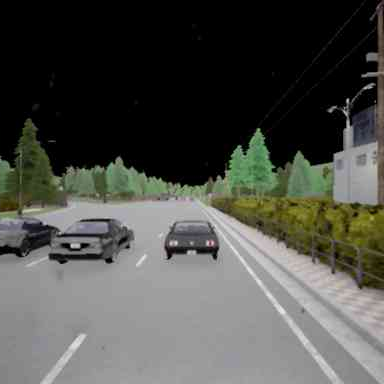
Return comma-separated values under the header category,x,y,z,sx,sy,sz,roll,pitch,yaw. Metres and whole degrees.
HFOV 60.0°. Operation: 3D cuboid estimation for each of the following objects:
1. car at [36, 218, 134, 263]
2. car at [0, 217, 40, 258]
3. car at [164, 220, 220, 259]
category,x,y,z,sx,sy,sz,roll,pitch,yaw
car,-3.498,1.686,12.487,2.033,1.411,5.357,0,-1,0
car,-6.989,1.714,13.519,1.994,1.385,4.181,0,-1,0
car,0.009,1.747,13.234,1.895,1.301,4.718,0,-1,0
